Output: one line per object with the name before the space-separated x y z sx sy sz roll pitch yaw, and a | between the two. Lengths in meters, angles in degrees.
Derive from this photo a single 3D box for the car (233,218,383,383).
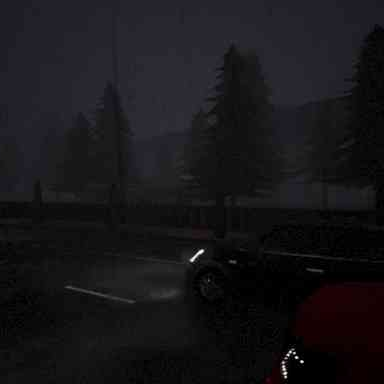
car | 3.198 1.215 1.645 5.566 2.045 2.150 0 0 36

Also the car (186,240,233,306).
car | 2.103 1.331 6.525 4.553 1.767 2.097 0 0 34
